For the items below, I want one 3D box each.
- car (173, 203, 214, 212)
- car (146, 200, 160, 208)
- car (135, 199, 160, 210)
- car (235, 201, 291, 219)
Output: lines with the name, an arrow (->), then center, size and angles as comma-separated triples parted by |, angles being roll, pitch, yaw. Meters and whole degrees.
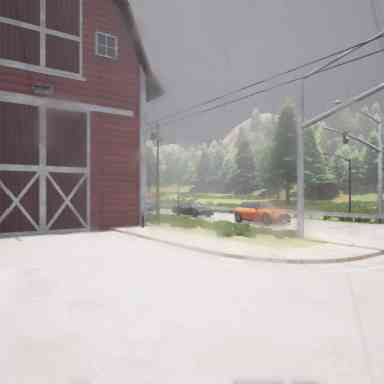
car -> -0.024, 1.768, 33.412 | 2.033, 1.411, 5.357 | 0, 0, -35
car -> -5.649, 1.837, 41.625 | 1.994, 1.385, 4.181 | 0, 0, -35
car -> -6.700, 1.844, 49.529 | 1.812, 1.442, 4.674 | 0, 0, -34
car -> 5.358, 1.523, 25.558 | 2.097, 1.767, 4.553 | 0, 0, -34
